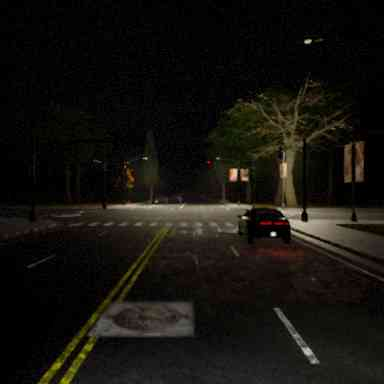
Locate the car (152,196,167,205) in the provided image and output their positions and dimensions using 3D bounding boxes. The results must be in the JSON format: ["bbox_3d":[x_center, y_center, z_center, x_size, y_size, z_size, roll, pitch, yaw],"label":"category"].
[{"bbox_3d":[-6.531,1.660,63.434,2.128,1.511,4.902,0,0,1],"label":"car"}]

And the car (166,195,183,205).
[{"bbox_3d":[-3.282,1.728,63.242,1.994,1.385,4.181,0,0,1],"label":"car"}]

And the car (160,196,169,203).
[{"bbox_3d":[-6.506,1.782,78.918,1.882,1.535,5.008,0,-1,0],"label":"car"}]

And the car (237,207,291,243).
[{"bbox_3d":[3.345,1.508,15.967,1.837,1.490,4.892,0,-1,1],"label":"car"}]
